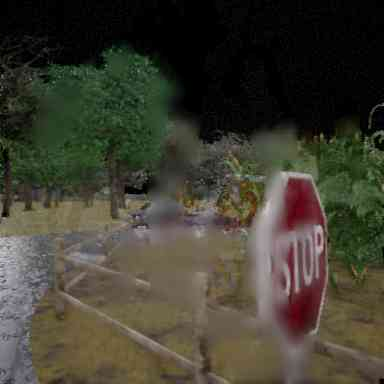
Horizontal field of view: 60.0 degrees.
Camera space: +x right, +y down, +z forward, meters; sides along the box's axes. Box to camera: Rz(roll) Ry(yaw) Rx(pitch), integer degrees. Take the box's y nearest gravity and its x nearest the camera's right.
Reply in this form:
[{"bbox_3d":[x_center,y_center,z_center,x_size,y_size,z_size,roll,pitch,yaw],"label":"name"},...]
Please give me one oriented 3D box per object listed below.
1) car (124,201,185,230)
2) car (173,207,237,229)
[{"bbox_3d":[-2.628,1.732,25.692,2.150,2.045,5.566,-2,-2,37],"label":"car"},{"bbox_3d":[1.279,1.958,24.724,2.033,1.411,5.357,-2,-2,37],"label":"car"}]
